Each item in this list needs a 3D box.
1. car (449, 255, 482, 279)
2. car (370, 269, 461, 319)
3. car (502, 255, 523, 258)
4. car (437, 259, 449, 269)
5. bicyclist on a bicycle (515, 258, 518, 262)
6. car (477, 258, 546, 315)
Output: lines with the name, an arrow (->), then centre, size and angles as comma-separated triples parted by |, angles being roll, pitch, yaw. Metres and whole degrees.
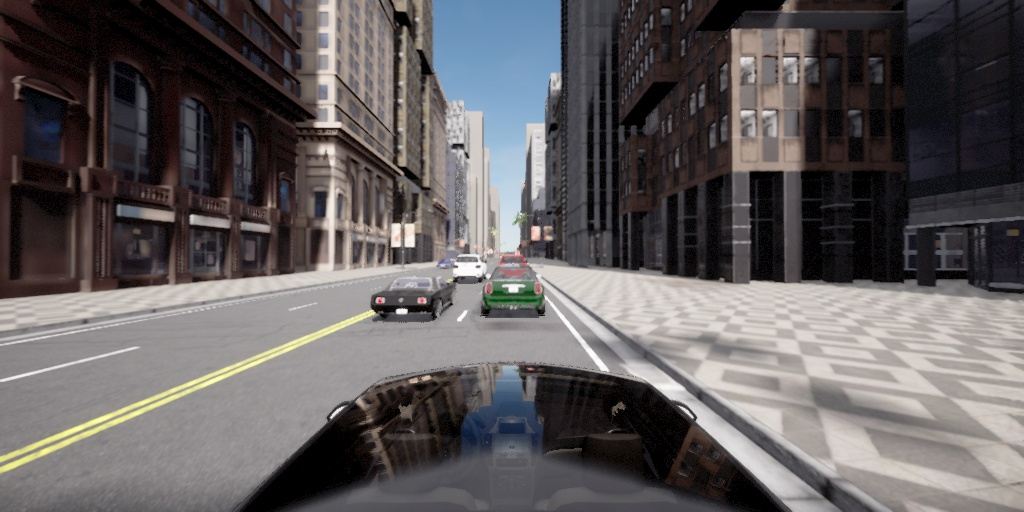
car -> -3.194, 0.911, 28.153 | 2.150, 2.045, 5.566 | 0, 0, 0
car -> -3.194, 1.324, 12.680 | 1.895, 1.301, 4.718 | 0, 0, 0
car -> 0.055, 0.912, 28.151 | 2.150, 2.045, 5.566 | 0, 0, 0
car -> -9.830, 1.150, 52.909 | 1.812, 1.442, 4.674 | 0, 0, 0
bicyclist on a bicycle -> 0.878, 1.052, 61.662 | 0.582, 1.620, 1.656 | 0, 0, 0
car -> 0.060, 1.074, 13.459 | 2.097, 1.767, 4.553 | 0, 0, 0
